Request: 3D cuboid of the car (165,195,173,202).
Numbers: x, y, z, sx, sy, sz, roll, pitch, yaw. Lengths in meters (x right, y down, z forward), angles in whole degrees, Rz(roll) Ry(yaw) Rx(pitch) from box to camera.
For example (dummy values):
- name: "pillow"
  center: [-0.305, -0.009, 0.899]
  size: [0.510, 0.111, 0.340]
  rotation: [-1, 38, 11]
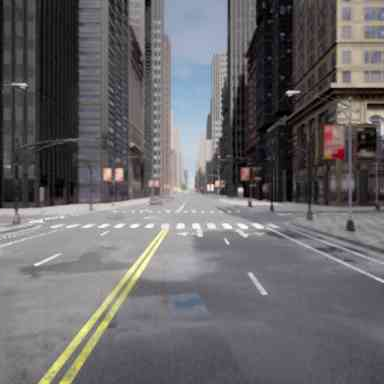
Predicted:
- name: "car"
  center: [-6.512, 1.605, 82.080]
  size: [2.097, 1.767, 4.553]
  rotation: [0, 0, 0]

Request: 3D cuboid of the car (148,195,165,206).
- name: "car"
  center: [-6.509, 1.538, 59.498]
  size: [2.097, 1.767, 4.553]
  rotation: [0, -1, 0]
